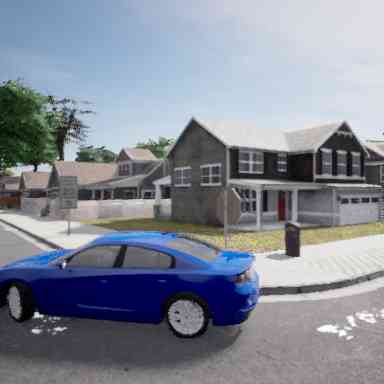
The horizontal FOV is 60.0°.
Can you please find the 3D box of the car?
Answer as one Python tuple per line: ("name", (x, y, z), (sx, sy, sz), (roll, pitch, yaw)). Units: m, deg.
("car", (-1.270, 1.504, 6.293), (5.008, 1.535, 1.882), (0, 2, 13))
